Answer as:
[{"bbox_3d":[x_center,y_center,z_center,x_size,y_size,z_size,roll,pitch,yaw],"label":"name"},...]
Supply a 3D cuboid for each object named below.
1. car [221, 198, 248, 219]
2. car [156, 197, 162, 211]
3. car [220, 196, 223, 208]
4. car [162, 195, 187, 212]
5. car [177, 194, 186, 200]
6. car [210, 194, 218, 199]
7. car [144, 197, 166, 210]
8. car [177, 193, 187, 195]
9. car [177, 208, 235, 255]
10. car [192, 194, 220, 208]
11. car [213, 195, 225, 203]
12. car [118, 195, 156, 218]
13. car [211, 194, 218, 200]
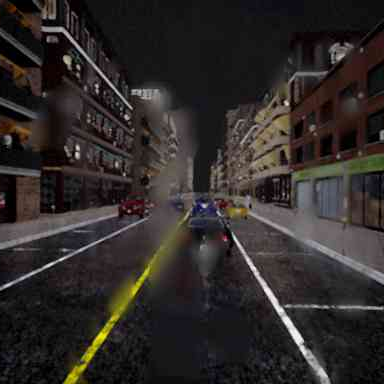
[{"bbox_3d":[3.649,1.440,27.891,1.752,1.417,4.829,1,0,2],"label":"car"},{"bbox_3d":[-4.526,1.248,33.661,1.967,1.590,4.097,1,0,2],"label":"car"},{"bbox_3d":[4.052,1.415,38.986,1.887,1.381,4.507,1,0,2],"label":"car"},{"bbox_3d":[-1.796,1.374,35.744,2.033,1.411,5.357,1,0,3],"label":"car"},{"bbox_3d":[-2.686,1.150,84.354,2.008,1.369,4.403,1,0,2],"label":"car"},{"bbox_3d":[5.894,1.225,89.678,1.947,1.339,4.313,1,0,2],"label":"car"},{"bbox_3d":[-4.322,1.330,39.295,1.887,1.381,4.507,1,0,2],"label":"car"},{"bbox_3d":[-2.890,1.173,78.721,2.008,1.369,4.403,1,0,2],"label":"car"},{"bbox_3d":[0.518,1.549,13.132,1.895,1.301,4.718,1,0,2],"label":"car"},{"bbox_3d":[1.124,1.234,29.720,2.097,1.767,4.553,1,0,2],"label":"car"},{"bbox_3d":[4.871,1.328,61.516,2.008,1.369,4.403,1,0,2],"label":"car"},{"bbox_3d":[-4.728,1.146,28.028,2.192,1.841,5.009,1,0,2],"label":"car"},{"bbox_3d":[5.696,1.208,84.215,1.752,1.417,4.829,1,0,2],"label":"car"}]
